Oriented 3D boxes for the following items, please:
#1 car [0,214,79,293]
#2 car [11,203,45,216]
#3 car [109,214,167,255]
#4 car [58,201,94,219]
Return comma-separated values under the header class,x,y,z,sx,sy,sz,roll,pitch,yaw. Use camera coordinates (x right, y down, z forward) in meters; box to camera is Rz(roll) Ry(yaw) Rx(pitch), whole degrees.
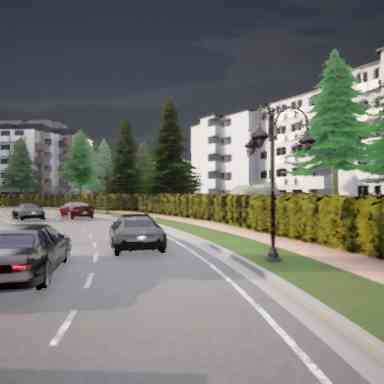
class,x,y,z,sx,sy,sz,roll,pitch,yaw
car,-4.541,1.577,8.947,2.033,1.411,5.357,0,0,-12
car,-13.904,1.655,28.136,1.994,1.385,4.181,0,0,-38
car,-2.313,1.583,13.620,1.994,1.385,4.181,0,0,-16
car,-10.178,1.549,29.069,1.882,1.535,5.008,0,0,-36
